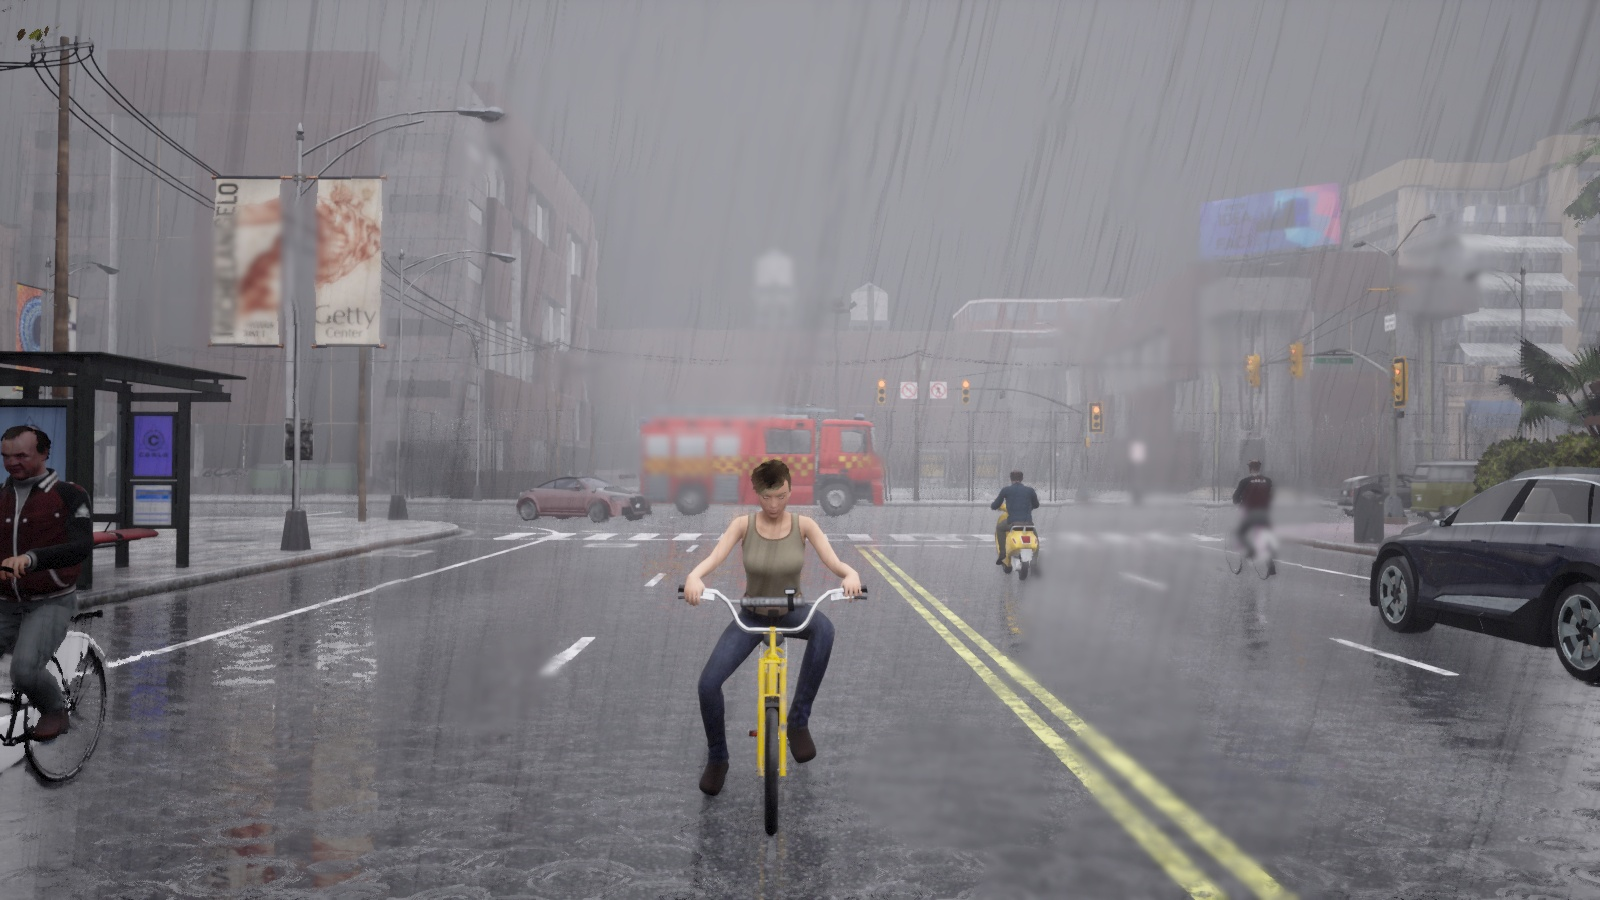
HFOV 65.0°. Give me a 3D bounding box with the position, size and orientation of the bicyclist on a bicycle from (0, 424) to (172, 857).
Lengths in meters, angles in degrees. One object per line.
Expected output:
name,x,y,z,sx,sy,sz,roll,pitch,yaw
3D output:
bicyclist on a bicycle,-3.621,0.795,5.670,0.659,1.776,1.843,0,-1,-1

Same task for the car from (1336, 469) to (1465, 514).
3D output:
car,21.197,1.450,44.419,3.705,1.549,1.789,0,-1,5

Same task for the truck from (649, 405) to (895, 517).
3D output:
truck,-0.968,0.401,44.619,8.468,3.827,2.891,0,-1,0

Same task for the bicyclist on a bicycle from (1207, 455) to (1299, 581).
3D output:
bicyclist on a bicycle,6.694,0.971,18.659,0.659,1.776,1.843,0,-1,-1

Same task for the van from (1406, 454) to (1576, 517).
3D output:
van,22.343,1.160,40.744,4.442,1.987,1.775,0,-1,7

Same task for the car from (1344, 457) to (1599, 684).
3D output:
car,6.807,0.900,10.864,2.033,1.649,4.856,0,-1,-1

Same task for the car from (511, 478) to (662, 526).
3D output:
car,-6.536,1.549,38.465,4.181,1.385,1.994,-1,-1,27

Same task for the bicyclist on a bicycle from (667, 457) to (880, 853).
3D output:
bicyclist on a bicycle,-0.120,0.850,5.896,0.866,1.612,1.509,0,-1,-1

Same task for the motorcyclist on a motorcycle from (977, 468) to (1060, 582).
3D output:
motorcyclist on a motorcycle,3.196,1.066,18.522,0.866,1.590,1.817,0,-1,-1
